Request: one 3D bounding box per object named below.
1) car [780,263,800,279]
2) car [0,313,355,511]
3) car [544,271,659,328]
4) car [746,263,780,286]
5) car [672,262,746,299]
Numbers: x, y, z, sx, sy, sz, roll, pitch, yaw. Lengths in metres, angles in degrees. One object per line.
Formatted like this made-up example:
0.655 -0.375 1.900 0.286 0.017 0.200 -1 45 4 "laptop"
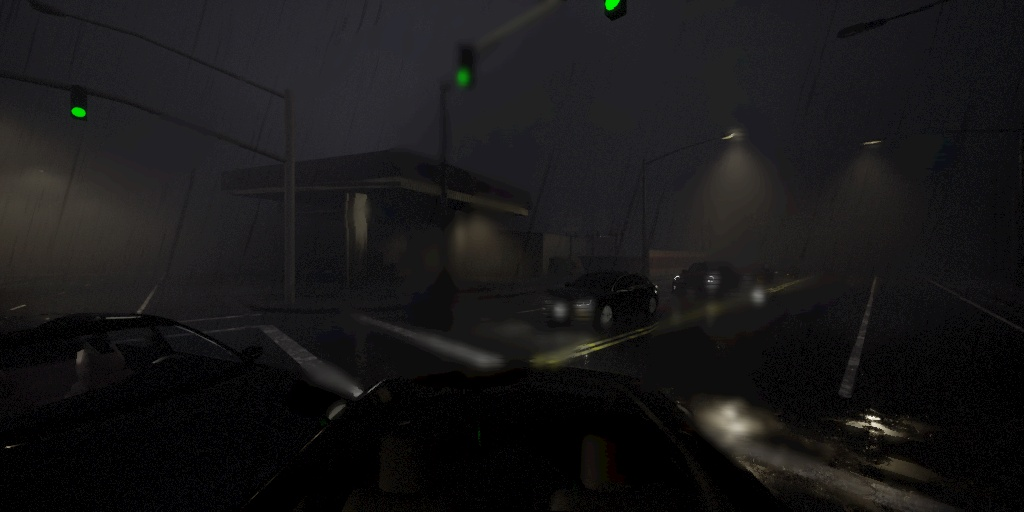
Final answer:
24.261 1.314 32.096 4.181 1.385 1.994 0 0 -44 "car"
-3.383 1.242 2.678 4.902 1.511 2.128 0 0 16 "car"
3.053 1.255 11.601 4.892 1.490 1.837 0 0 -44 "car"
17.023 1.314 25.150 1.994 1.385 4.181 0 0 45 "car"
9.994 1.102 18.344 4.553 1.767 2.097 0 0 -44 "car"
